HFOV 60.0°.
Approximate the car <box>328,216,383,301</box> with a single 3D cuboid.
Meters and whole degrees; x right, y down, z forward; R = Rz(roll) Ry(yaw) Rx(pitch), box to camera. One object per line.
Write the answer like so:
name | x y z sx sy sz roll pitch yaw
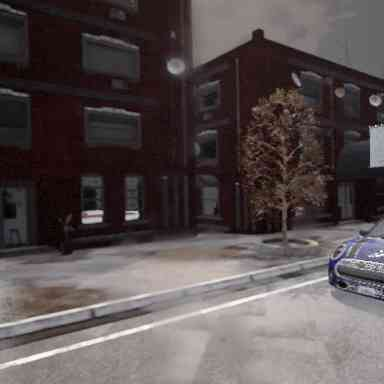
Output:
car | 5.178 1.287 7.686 4.553 1.767 2.097 -1 0 -35
